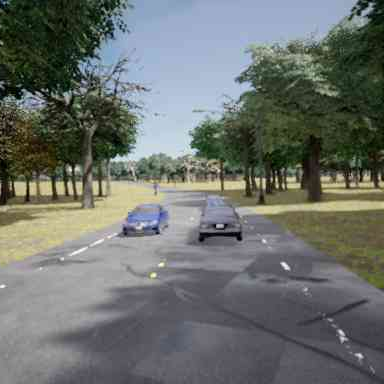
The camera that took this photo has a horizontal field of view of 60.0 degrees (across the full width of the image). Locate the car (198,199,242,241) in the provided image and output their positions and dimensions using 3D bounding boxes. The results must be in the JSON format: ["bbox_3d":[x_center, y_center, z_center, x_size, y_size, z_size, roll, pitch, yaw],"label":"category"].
[{"bbox_3d":[1.252,1.284,15.136,2.033,1.411,5.357,-2,1,4],"label":"car"}]

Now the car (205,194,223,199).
[{"bbox_3d":[2.118,0.951,32.828,2.033,1.411,5.357,-2,1,2],"label":"car"}]

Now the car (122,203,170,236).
[{"bbox_3d":[-2.267,1.345,17.420,1.812,1.442,4.674,-2,1,4],"label":"car"}]
